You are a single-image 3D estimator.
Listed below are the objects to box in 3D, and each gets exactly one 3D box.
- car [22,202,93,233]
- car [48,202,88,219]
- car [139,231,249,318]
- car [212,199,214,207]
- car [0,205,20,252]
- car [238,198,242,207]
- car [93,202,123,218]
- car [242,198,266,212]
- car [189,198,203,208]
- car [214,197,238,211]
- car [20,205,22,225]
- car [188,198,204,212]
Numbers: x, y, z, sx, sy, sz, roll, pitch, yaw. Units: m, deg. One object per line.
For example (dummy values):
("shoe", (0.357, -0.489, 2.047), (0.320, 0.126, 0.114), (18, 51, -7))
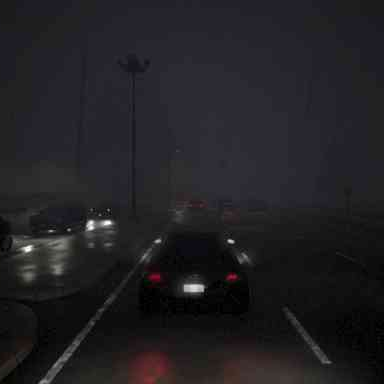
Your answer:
("car", (-7.790, 1.478, 19.918), (1.882, 1.535, 5.008), (0, 0, 1))
("car", (-11.160, 1.601, 30.308), (1.895, 1.301, 4.718), (0, 0, 1))
("car", (0.054, 1.564, 7.517), (1.994, 1.385, 4.181), (0, 0, 1))
("car", (4.090, 1.491, 50.174), (2.128, 1.511, 4.902), (0, 0, 1))
("car", (-7.967, 1.352, 10.872), (2.097, 1.767, 4.553), (0, 0, 1))
("car", (7.578, 1.564, 49.714), (1.994, 1.385, 4.181), (0, 0, 1))
("car", (-7.663, 1.601, 30.007), (1.895, 1.301, 4.718), (0, 0, 1))
("car", (7.462, 1.478, 39.229), (1.882, 1.535, 5.008), (0, 0, 1))
("car", (0.582, 1.564, 49.987), (1.994, 1.385, 4.181), (0, 0, 1))
("car", (3.977, 1.505, 39.847), (1.837, 1.490, 4.892), (0, 0, 1))
("car", (-11.285, 1.526, 20.369), (1.812, 1.442, 4.674), (0, 0, 1))
("car", (0.470, 1.547, 39.638), (2.033, 1.411, 5.357), (0, 0, 1))
